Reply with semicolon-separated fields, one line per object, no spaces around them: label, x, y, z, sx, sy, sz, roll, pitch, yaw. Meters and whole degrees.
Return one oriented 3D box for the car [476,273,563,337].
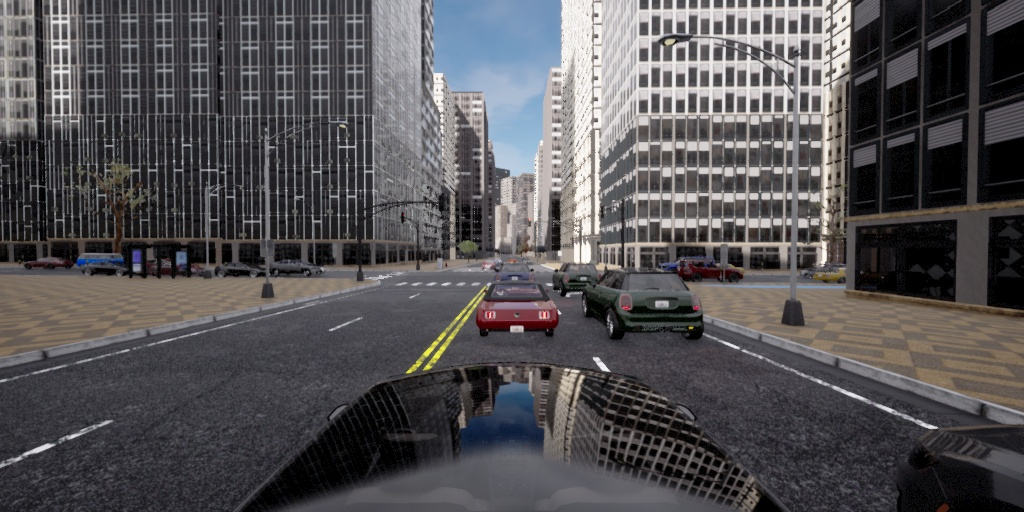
car;0.115;1.345;10.229;1.895;1.301;4.718;0;0;0

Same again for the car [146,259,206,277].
car;-28.357;1.132;30.475;4.207;1.307;1.802;0;0;1

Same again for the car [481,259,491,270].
car;-3.229;1.229;50.698;1.812;1.442;4.674;0;0;0

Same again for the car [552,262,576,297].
car;3.384;1.089;19.070;2.097;1.767;4.553;0;0;0

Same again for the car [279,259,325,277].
car;-19.776;1.075;32.972;4.902;1.511;2.128;1;1;1

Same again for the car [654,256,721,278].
car;17.286;1.083;35.474;5.566;2.045;2.150;1;1;1

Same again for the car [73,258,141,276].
car;-34.038;1.063;30.660;4.313;1.339;1.948;0;0;1

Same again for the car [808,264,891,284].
car;27.698;1.572;29.500;4.829;1.417;1.751;0;0;1

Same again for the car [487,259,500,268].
car;-3.189;1.235;62.256;2.033;1.411;5.357;0;0;1

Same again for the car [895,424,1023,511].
car;3.342;1.256;0.201;1.837;1.490;4.892;0;0;0

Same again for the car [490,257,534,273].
car;0.135;1.088;19.222;2.097;1.767;4.553;0;0;0

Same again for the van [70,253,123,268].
van;-45.211;0.597;39.343;3.998;1.789;1.690;0;0;1

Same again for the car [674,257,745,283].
car;16.250;1.263;29.721;5.009;1.841;2.192;0;0;1

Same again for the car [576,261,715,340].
car;3.359;1.096;10.132;2.097;1.767;4.553;0;0;0

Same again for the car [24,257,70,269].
car;-50.893;0.785;39.471;4.207;1.307;1.802;0;0;1

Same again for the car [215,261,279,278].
car;-22.674;1.167;30.330;4.313;1.339;1.948;0;0;1

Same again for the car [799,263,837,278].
car;31.089;1.474;35.210;4.902;1.511;2.128;0;1;1
